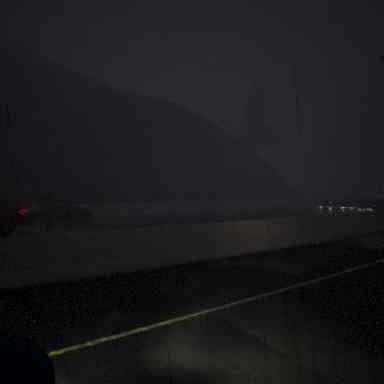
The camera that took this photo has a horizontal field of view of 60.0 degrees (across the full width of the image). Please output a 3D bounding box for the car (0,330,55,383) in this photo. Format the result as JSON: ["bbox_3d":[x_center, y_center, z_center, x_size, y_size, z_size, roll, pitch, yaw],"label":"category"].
[{"bbox_3d":[-3.272,1.483,1.499,5.008,1.535,1.882,0,0,-35],"label":"car"}]
